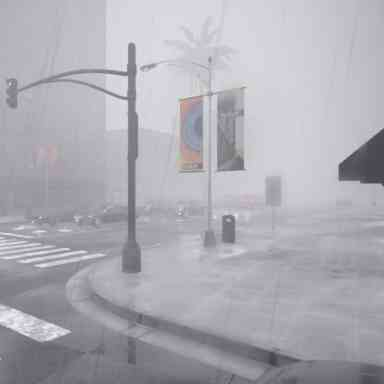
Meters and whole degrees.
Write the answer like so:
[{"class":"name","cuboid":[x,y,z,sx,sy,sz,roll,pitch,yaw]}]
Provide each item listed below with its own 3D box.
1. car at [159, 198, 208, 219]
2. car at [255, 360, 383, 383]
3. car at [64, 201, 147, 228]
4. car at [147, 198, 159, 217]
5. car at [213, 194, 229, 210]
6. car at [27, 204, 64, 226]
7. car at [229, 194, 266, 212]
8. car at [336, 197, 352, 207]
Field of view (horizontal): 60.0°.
[{"class":"car","cuboid":[-0.503,1.389,29.941,2.097,1.767,4.553,0,0,35]},{"class":"car","cuboid":[2.147,1.551,1.315,4.403,1.369,2.008,0,0,36]},{"class":"car","cuboid":[-5.708,1.513,22.566,2.128,1.511,4.902,0,0,35]},{"class":"car","cuboid":[-3.443,1.384,31.411,2.097,1.767,4.553,0,0,35]},{"class":"car","cuboid":[4.959,1.286,43.295,2.150,2.045,5.566,0,0,35]},{"class":"car","cuboid":[-8.825,1.563,23.795,2.033,1.411,5.357,0,0,35]},{"class":"car","cuboid":[7.186,1.288,40.818,2.150,2.045,5.566,0,0,35]},{"class":"car","cuboid":[24.722,1.620,54.067,2.128,1.511,4.902,0,0,35]}]
